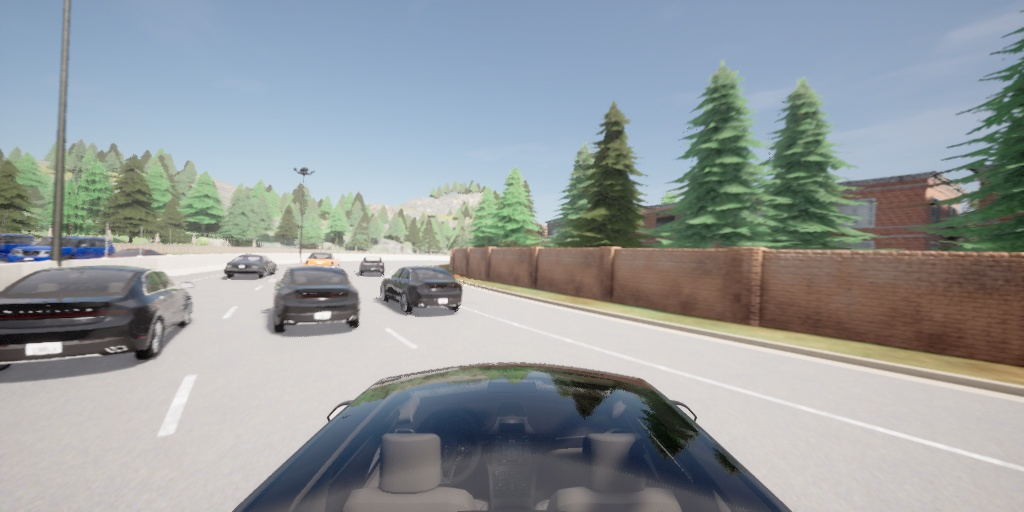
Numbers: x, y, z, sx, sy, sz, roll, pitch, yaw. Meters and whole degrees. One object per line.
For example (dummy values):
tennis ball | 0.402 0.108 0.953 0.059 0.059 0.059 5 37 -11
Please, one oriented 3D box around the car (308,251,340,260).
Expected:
car | -14.162 0.496 26.907 2.097 1.767 4.553 3 0 -22

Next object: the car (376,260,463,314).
car | -3.436 1.109 13.214 1.837 1.490 4.892 2 0 -33

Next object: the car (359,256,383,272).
car | -11.404 0.756 29.386 2.128 1.511 4.902 2 0 -21

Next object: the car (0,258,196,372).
car | -7.568 0.927 6.766 1.837 1.490 4.892 2 0 -34

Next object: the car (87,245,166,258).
car | -24.132 0.236 23.016 1.812 1.442 4.674 2 0 -21

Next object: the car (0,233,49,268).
car | -30.746 -0.357 20.754 2.150 2.045 5.566 2 0 -21

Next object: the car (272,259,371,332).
car | -5.500 1.018 9.964 1.837 1.490 4.892 2 0 -33

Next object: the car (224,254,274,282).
car | -16.289 0.597 22.625 2.033 1.411 5.357 2 0 -23

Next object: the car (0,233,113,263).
car | -27.653 -0.221 22.430 2.150 2.045 5.566 2 0 -20
